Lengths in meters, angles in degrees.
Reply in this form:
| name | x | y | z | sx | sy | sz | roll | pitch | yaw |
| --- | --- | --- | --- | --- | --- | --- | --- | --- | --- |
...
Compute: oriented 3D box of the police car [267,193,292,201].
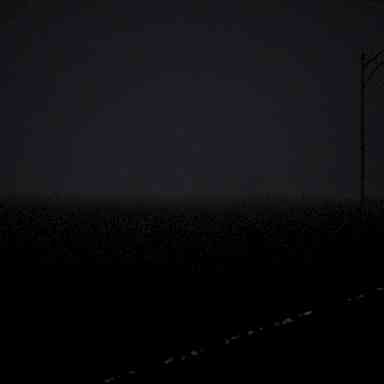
| name | x | y | z | sx | sy | sz | roll | pitch | yaw |
| --- | --- | --- | --- | --- | --- | --- | --- | --- | --- |
| police car | 16.552 | 1.024 | 62.746 | 2.038 | 1.542 | 4.974 | 1 | 0 | -36 |
